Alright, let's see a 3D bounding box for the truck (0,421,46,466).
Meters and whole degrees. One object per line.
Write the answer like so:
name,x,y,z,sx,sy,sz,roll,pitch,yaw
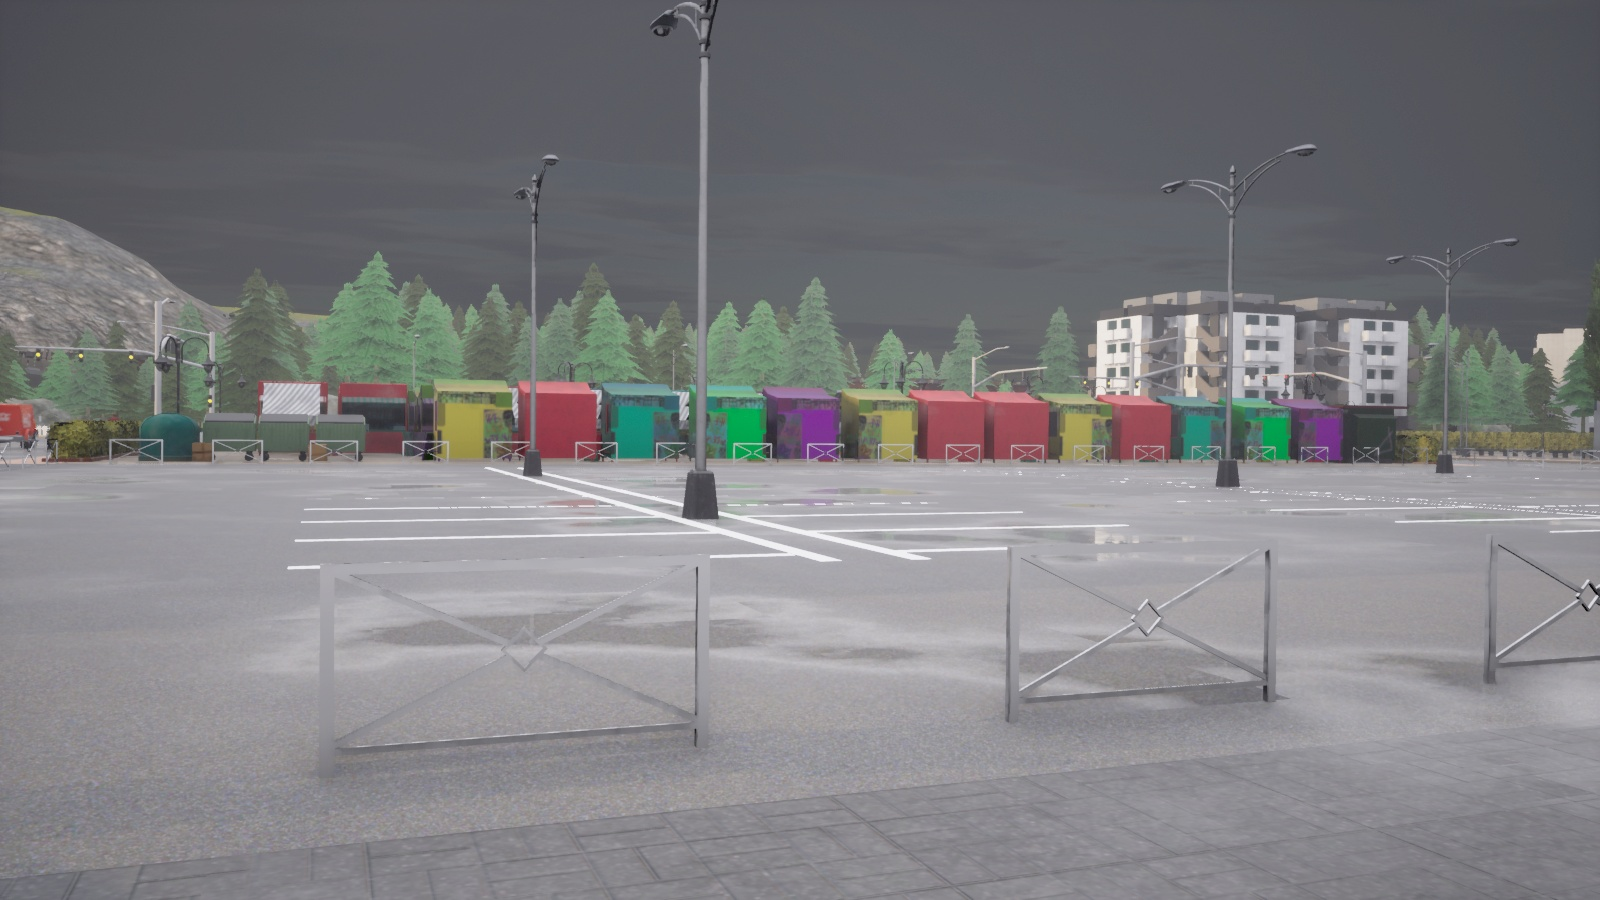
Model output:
truck,-44.264,-0.368,70.267,2.627,2.467,5.204,-1,1,-21
